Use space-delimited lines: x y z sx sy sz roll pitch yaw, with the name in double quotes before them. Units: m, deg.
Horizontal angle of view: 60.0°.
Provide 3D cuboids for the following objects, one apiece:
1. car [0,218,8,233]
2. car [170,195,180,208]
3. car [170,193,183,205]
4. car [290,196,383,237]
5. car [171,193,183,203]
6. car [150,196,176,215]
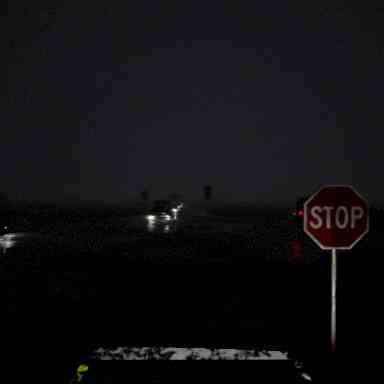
"car" -11.846 1.544 17.216 4.181 1.385 1.994 0 0 11
"car" -3.021 1.533 46.713 1.812 1.442 4.674 0 0 0
"car" -3.022 1.239 58.671 2.150 2.045 5.566 0 0 0
"car" 8.150 1.270 17.822 5.566 2.045 2.150 0 1 0
"car" -3.057 1.247 69.304 2.150 2.045 5.566 0 0 0
"car" -3.122 1.479 34.414 1.882 1.535 5.008 0 0 2
